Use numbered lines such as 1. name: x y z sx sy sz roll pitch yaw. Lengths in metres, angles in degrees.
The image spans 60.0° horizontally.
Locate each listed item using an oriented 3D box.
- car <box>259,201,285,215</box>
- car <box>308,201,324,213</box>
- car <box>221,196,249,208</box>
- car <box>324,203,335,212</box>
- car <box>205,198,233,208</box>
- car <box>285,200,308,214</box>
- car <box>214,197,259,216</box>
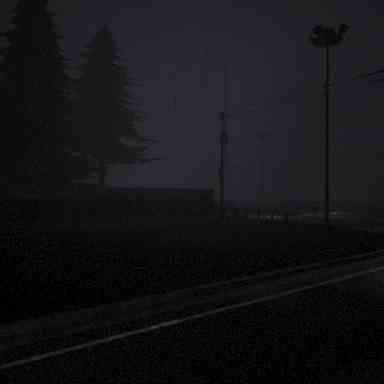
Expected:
1. car: 7.198 1.746 36.974 2.033 1.411 5.357 1 0 -36
2. car: 13.097 1.728 40.767 1.882 1.535 5.008 1 0 -36
3. car: 7.058 1.626 55.116 2.097 1.767 4.553 1 0 -36
4. car: 16.044 1.839 42.666 1.994 1.385 4.181 1 0 -36
5. car: 4.294 1.775 52.952 1.812 1.442 4.674 1 0 -36
6. car: 10.494 1.825 38.391 1.895 1.301 4.718 1 0 -36
7. car: 4.285 1.651 35.032 1.882 1.535 5.008 1 0 -36
